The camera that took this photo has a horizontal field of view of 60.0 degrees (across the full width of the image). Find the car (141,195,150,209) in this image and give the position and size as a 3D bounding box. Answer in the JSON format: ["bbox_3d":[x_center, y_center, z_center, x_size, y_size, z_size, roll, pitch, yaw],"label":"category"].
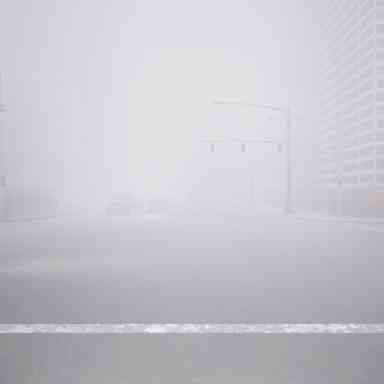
[{"bbox_3d":[-7.195,1.547,44.802,2.033,1.411,5.357,0,0,0],"label":"car"}]

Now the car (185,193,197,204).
[{"bbox_3d":[-0.135,1.221,63.770,2.150,2.045,5.566,0,0,0],"label":"car"}]

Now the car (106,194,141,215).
[{"bbox_3d":[-7.156,1.221,34.551,2.150,2.045,5.566,0,0,2],"label":"car"}]

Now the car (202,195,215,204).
[{"bbox_3d":[3.459,1.526,64.690,1.812,1.442,4.674,0,0,0],"label":"car"}]

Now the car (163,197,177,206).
[{"bbox_3d":[-3.707,1.564,56.503,1.994,1.385,4.181,0,0,0],"label":"car"}]

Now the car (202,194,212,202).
[{"bbox_3d":[3.345,1.355,74.593,2.097,1.767,4.553,0,0,0],"label":"car"}]

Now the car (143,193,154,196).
[{"bbox_3d":[-7.206,1.221,55.326,2.150,2.045,5.566,0,0,0],"label":"car"}]

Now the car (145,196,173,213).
[{"bbox_3d":[-3.680,1.491,37.473,2.128,1.511,4.902,0,0,0],"label":"car"}]

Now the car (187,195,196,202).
[{"bbox_3d":[-0.158,1.382,74.441,1.994,1.385,4.181,0,0,0],"label":"car"}]

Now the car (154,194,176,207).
[{"bbox_3d":[-3.695,1.352,46.690,2.097,1.767,4.553,0,0,0],"label":"car"}]
